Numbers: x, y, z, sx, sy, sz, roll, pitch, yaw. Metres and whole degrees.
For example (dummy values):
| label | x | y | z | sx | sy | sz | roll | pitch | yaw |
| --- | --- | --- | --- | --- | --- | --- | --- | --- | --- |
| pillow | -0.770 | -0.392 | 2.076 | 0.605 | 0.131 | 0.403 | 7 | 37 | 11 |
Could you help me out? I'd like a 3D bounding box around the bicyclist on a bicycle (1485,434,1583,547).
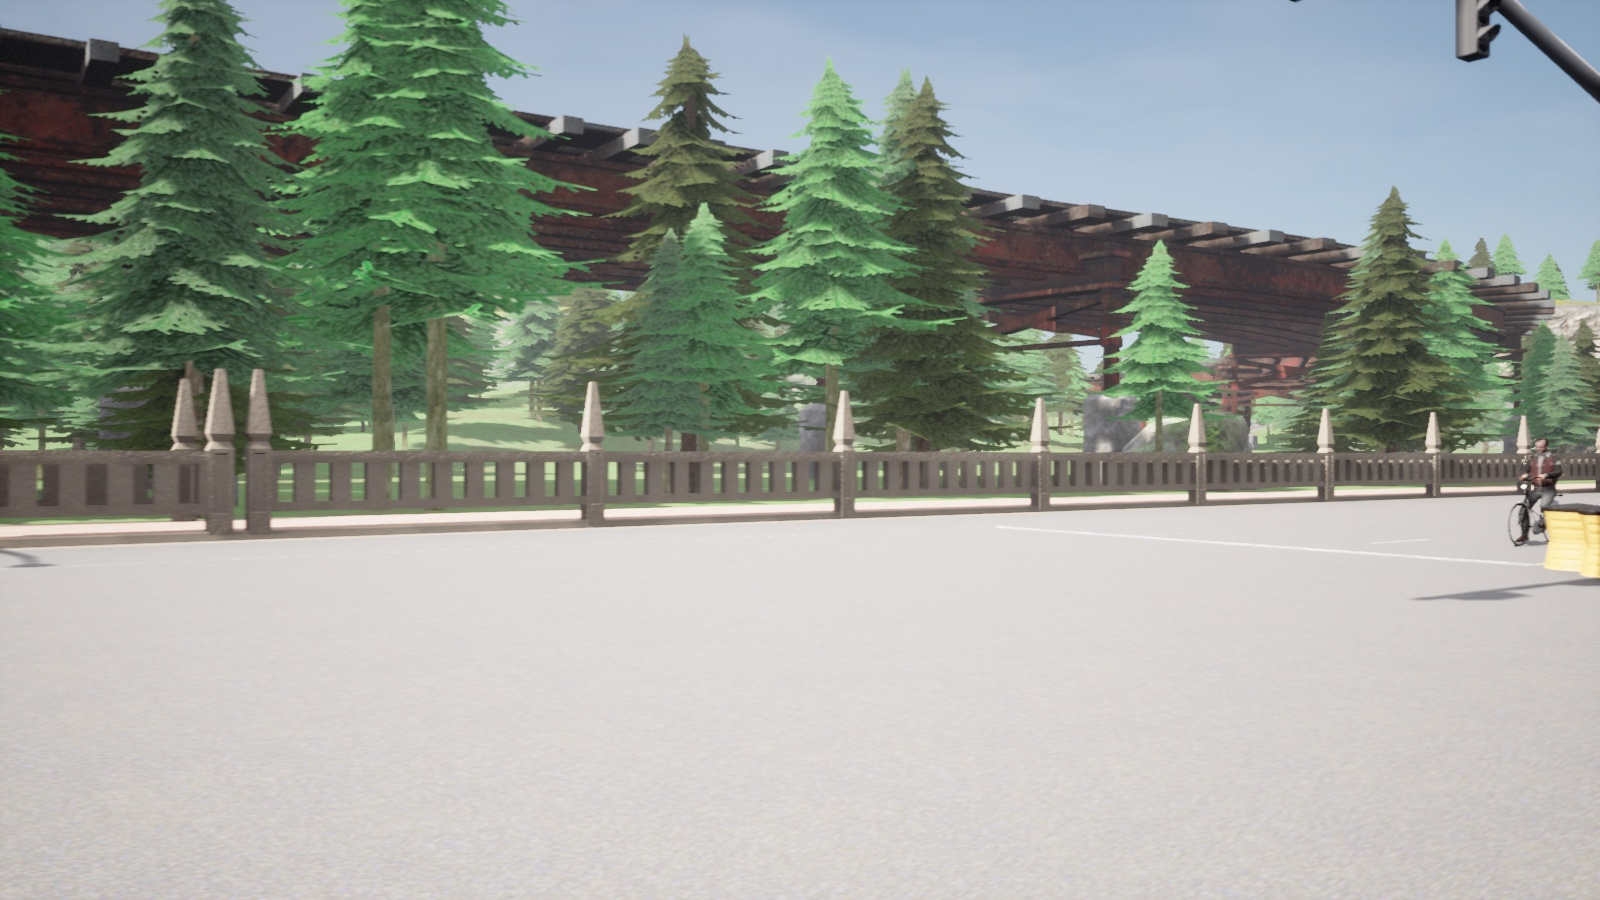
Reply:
| label | x | y | z | sx | sy | sz | roll | pitch | yaw |
| --- | --- | --- | --- | --- | --- | --- | --- | --- | --- |
| bicyclist on a bicycle | 12.030 | 0.640 | 20.562 | 1.843 | 1.776 | 0.659 | 0 | 0 | -35 |
